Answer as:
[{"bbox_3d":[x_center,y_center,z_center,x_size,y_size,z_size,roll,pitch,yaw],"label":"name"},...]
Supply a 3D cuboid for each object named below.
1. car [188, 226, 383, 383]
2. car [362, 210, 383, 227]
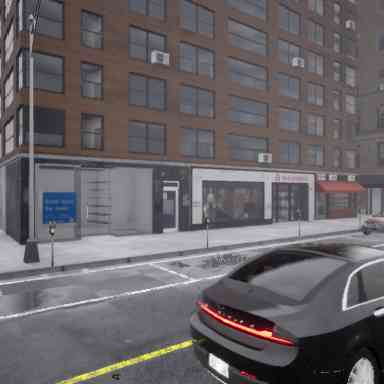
[{"bbox_3d":[2.240,1.504,4.759,4.892,1.490,1.837,0,0,-35],"label":"car"},{"bbox_3d":[10.616,1.582,17.470,4.206,1.307,1.802,0,0,-35],"label":"car"}]
